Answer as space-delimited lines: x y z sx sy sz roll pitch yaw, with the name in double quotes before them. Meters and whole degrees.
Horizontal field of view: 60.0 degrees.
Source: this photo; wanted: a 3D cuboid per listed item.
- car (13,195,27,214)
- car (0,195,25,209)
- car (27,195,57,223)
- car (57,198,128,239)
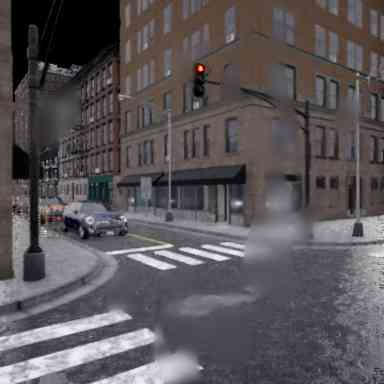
"car" -15.857 1.118 31.903 2.097 1.767 4.553 0 1 -36
"car" -21.695 1.195 40.133 2.128 1.511 4.902 0 1 -35
"car" -10.112 1.178 23.861 2.097 1.767 4.553 0 1 -36
"car" -4.933 1.232 16.633 2.097 1.767 4.553 0 1 -36
